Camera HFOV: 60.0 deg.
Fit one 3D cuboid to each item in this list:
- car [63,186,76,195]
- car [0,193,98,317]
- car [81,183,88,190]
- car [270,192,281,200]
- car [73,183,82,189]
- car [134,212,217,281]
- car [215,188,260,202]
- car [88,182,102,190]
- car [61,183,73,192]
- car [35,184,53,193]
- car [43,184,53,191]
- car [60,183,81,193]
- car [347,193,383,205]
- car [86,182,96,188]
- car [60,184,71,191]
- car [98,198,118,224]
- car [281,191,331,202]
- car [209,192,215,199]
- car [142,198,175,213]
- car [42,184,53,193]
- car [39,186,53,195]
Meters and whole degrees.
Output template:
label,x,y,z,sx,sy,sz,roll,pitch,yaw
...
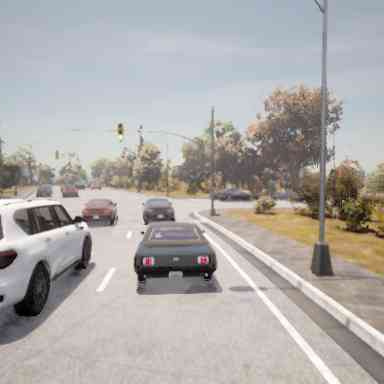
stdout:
label,x,y,z,sx,sy,sz,roll,pitch,yaw
car,-20.716,-0.299,55.968,1.895,1.301,4.718,-1,3,-22
car,-3.876,1.166,7.429,2.150,2.045,5.566,0,1,-4
car,-26.039,-1.282,77.791,1.882,1.535,5.008,-1,2,-23
car,12.955,0.487,46.036,4.181,1.385,1.994,2,2,-18
car,-30.074,-1.704,87.382,1.837,1.490,4.892,-1,2,-22
car,-0.544,1.502,9.574,1.895,1.301,4.718,0,1,-5
car,5.562,0.500,39.716,4.718,1.301,1.895,1,2,-20
car,-22.964,-1.473,79.500,2.097,1.767,4.553,-1,2,-23
car,-24.490,-0.912,65.125,2.097,1.767,4.553,-1,2,-23
car,-21.167,-0.044,47.577,1.837,1.490,4.892,-1,3,-21
car,-32.082,-1.054,74.114,1.994,1.385,4.181,-1,2,-23
car,-17.410,-0.200,47.602,2.097,1.767,4.553,-1,3,-21
car,24.044,0.989,46.281,4.181,1.385,1.994,2,1,-20
car,-26.833,-1.905,88.695,2.097,1.767,4.553,-1,2,-22
car,-28.413,-1.097,74.419,2.128,1.511,4.902,-1,2,-23
car,-5.600,1.109,20.375,1.812,1.442,4.674,0,3,-9
car,14.664,0.624,42.945,5.357,1.411,2.033,2,2,-20
car,4.554,0.268,43.064,4.892,1.490,1.837,1,2,-20
car,-2.137,1.090,20.804,1.812,1.442,4.674,0,3,-9
car,-28.224,-0.778,64.976,1.882,1.535,5.008,-1,2,-23
car,-24.442,-0.329,55.852,1.994,1.385,4.181,-1,3,-22
